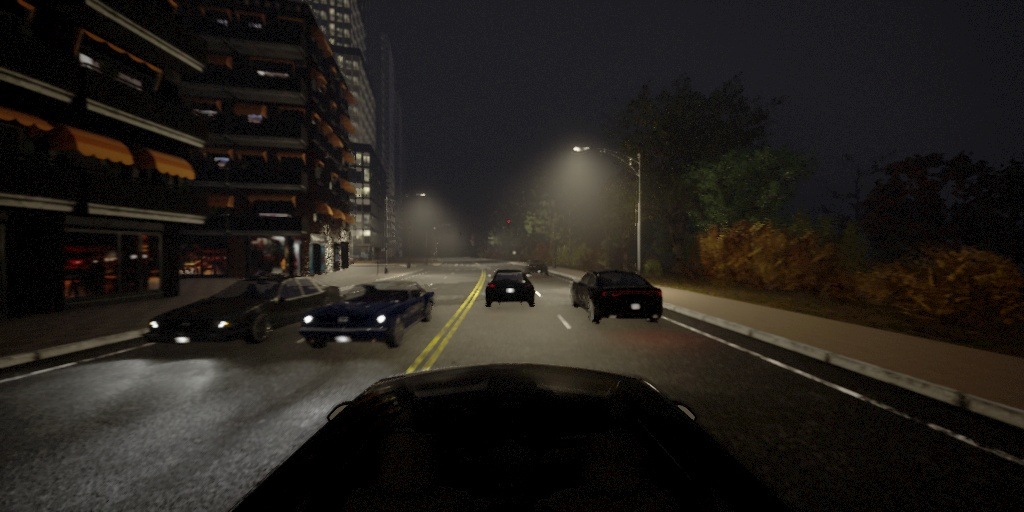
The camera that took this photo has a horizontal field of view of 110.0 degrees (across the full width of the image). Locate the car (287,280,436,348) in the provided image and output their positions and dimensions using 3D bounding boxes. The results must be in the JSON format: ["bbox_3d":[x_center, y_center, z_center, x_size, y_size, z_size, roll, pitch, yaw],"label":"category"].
[{"bbox_3d":[-3.343,1.327,9.274,1.895,1.301,4.718,0,0,0],"label":"car"}]

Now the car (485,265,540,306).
[{"bbox_3d":[-0.120,1.254,15.423,1.994,1.385,4.181,0,0,-2],"label":"car"}]

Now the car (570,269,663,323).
[{"bbox_3d":[3.218,1.175,11.959,1.882,1.535,5.008,0,0,-1],"label":"car"}]

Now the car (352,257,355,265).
[{"bbox_3d":[-27.167,0.627,56.848,4.097,1.591,1.967,0,0,-13],"label":"car"}]

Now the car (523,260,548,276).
[{"bbox_3d":[2.246,1.099,34.024,1.837,1.490,4.892,0,0,-4],"label":"car"}]

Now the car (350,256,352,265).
[{"bbox_3d":[-24.832,0.794,48.615,4.829,1.417,1.751,0,0,-13],"label":"car"}]

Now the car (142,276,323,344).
[{"bbox_3d":[-6.593,1.280,9.809,2.033,1.411,5.357,0,0,0],"label":"car"}]
